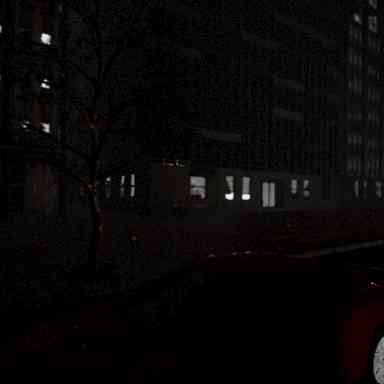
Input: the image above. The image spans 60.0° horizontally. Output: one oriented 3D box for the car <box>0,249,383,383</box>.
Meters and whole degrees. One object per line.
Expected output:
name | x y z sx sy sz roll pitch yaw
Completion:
car | 0.509 1.490 3.742 5.008 1.535 1.882 0 0 -36
